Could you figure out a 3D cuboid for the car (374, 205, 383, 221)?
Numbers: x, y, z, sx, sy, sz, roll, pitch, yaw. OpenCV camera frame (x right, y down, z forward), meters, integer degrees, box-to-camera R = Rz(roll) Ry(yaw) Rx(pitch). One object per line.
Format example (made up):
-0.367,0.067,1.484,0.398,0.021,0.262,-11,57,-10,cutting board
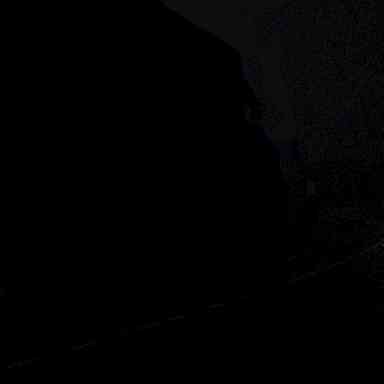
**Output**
18.659,1.971,31.605,1.837,1.490,4.892,-1,-2,17,car
